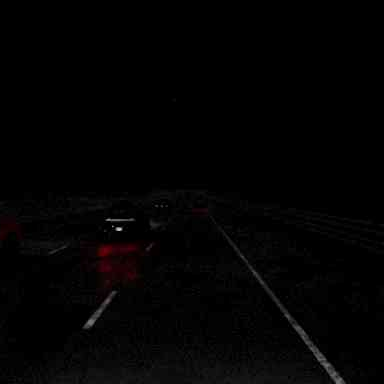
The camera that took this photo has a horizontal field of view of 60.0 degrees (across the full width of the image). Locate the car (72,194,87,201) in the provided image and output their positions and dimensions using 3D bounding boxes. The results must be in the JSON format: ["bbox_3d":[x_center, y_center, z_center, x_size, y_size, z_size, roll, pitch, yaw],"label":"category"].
[{"bbox_3d":[-24.478,1.459,73.033,2.150,2.045,5.566,0,0,0],"label":"car"}]

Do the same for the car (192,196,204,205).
[{"bbox_3d":[1.068,1.607,63.366,2.097,1.767,4.553,0,0,0],"label":"car"}]

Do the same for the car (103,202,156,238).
[{"bbox_3d":[-3.395,1.521,17.911,2.128,1.511,4.902,0,0,0],"label":"car"}]

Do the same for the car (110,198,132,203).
[{"bbox_3d":[-6.890,1.594,33.980,1.837,1.490,4.892,0,0,0],"label":"car"}]

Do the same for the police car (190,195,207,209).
[{"bbox_3d":[1.064,1.587,47.504,1.930,1.638,5.238,0,0,0],"label":"police car"}]

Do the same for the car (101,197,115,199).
[{"bbox_3d":[-17.478,1.697,71.738,1.994,1.385,4.181,0,0,0],"label":"car"}]

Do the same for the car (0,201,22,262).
[{"bbox_3d":[-6.895,1.233,9.016,2.150,2.045,5.566,0,0,0],"label":"car"}]

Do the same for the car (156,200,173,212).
[{"bbox_3d":[-3.391,1.667,40.105,2.033,1.411,5.357,0,0,0],"label":"car"}]

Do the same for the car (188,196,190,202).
[{"bbox_3d":[0.026,1.559,80.959,2.097,1.767,4.553,0,0,0],"label":"car"}]

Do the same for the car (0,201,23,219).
[{"bbox_3d":[-17.571,1.600,30.354,1.812,1.442,4.674,0,0,0],"label":"car"}]

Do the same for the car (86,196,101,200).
[{"bbox_3d":[-20.978,1.733,73.060,1.837,1.490,4.892,0,0,0],"label":"car"}]
